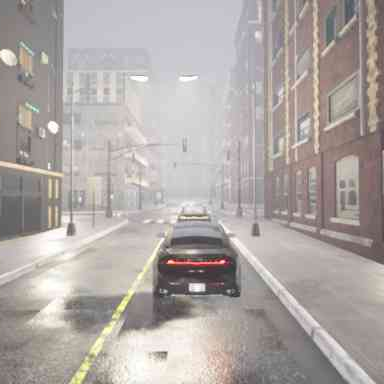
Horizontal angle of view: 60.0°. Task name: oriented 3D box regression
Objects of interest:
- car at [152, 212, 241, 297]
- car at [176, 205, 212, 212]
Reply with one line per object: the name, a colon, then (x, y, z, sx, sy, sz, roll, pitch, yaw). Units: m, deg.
car: (0.106, 1.504, 8.521, 1.837, 1.490, 4.892, 0, 0, 0)
car: (0.130, 1.494, 18.913, 2.128, 1.511, 4.902, 0, 0, 0)
